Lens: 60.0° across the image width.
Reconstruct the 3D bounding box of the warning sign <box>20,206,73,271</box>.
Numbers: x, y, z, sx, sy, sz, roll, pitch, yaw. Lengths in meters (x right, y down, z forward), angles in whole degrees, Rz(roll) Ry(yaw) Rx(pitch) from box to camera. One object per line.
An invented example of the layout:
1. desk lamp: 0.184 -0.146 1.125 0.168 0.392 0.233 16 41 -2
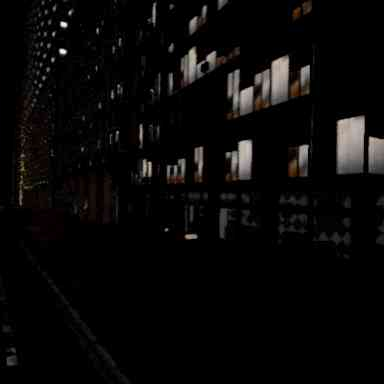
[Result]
1. warning sign: -4.597 1.399 10.490 1.300 1.860 1.060 3 -2 -31
